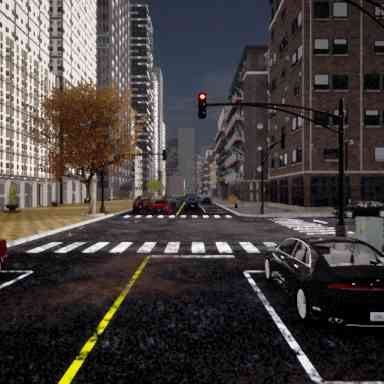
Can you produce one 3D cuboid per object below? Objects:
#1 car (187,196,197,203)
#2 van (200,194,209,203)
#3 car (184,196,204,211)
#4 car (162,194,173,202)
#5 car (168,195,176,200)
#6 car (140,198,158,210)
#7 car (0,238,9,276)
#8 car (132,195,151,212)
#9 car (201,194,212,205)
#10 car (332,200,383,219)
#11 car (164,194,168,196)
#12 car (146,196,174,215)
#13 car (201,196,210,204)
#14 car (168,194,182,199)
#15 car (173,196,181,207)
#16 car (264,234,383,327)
[{"bbox_3d":[-0.023,1.611,69.554,1.994,1.385,4.181,0,0,0],"label":"car"},{"bbox_3d":[2.659,1.393,72.471,1.690,1.788,3.998,0,0,0],"label":"van"},{"bbox_3d":[0.085,1.581,40.922,1.994,1.385,4.181,0,0,0],"label":"car"},{"bbox_3d":[-5.724,1.375,77.989,2.192,1.841,5.009,0,0,0],"label":"car"},{"bbox_3d":[-5.730,1.642,94.558,2.008,1.369,4.403,0,0,0],"label":"car"},{"bbox_3d":[-5.710,1.586,44.853,1.947,1.339,4.313,0,0,0],"label":"car"},{"bbox_3d":[-5.695,1.544,6.942,1.887,1.381,4.507,0,0,0],"label":"car"},{"bbox_3d":[-5.709,1.331,39.330,2.192,1.841,5.009,0,0,0],"label":"car"},{"bbox_3d":[2.664,1.602,61.424,1.947,1.339,4.313,0,0,0],"label":"car"},{"bbox_3d":[13.414,1.346,26.355,4.403,1.369,2.008,-1,1,-1],"label":"car"},{"bbox_3d":[-5.722,1.617,72.467,1.947,1.339,4.313,0,0,0],"label":"car"},{"bbox_3d":[-3.115,1.489,33.645,1.882,1.535,5.008,0,0,0],"label":"car"},{"bbox_3d":[2.662,1.569,67.117,1.752,1.417,4.829,0,0,0],"label":"car"},{"bbox_3d":[-3.075,1.529,64.295,2.128,1.511,4.902,0,0,0],"label":"car"},{"bbox_3d":[-3.116,1.626,50.021,1.895,1.301,4.718,0,0,0],"label":"car"},{"bbox_3d":[2.685,1.551,6.945,2.008,1.369,4.403,0,0,0],"label":"car"}]
